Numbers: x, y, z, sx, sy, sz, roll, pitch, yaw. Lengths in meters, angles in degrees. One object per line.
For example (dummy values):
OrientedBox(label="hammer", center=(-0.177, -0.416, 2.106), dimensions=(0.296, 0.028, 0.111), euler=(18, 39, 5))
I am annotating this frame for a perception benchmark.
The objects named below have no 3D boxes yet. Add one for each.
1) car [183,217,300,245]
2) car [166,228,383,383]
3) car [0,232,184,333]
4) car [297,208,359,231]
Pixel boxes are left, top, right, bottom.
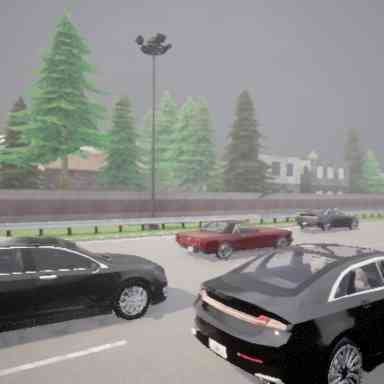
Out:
OrientedBox(label="car", center=(1.800, 1.755, 13.081), dimensions=(4.718, 1.301, 1.895), euler=(1, -1, -33))
OrientedBox(label="car", center=(2.315, 1.561, 5.061), dimensions=(4.902, 1.511, 2.128), euler=(1, -1, -33))
OrientedBox(label="car", center=(-2.771, 1.553, 5.923), dimensions=(4.892, 1.490, 1.837), euler=(1, -1, -33))
OrientedBox(label="car", center=(9.006, 1.784, 21.961), dimensions=(4.902, 1.511, 2.128), euler=(1, -1, -33))
